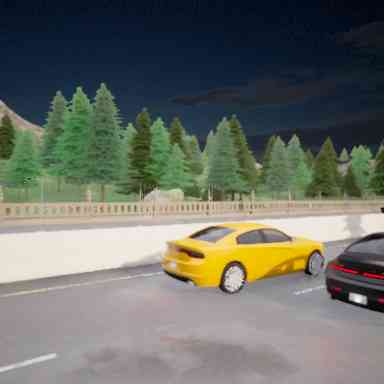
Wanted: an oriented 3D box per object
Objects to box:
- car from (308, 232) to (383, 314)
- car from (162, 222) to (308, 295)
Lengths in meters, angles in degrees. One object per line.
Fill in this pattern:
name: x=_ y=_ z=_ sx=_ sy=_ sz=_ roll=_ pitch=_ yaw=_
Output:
car: x=4.824 y=1.603 z=7.088 sx=4.892 sy=1.490 sz=1.837 roll=1 pitch=-1 yaw=-35
car: x=1.590 y=1.572 z=9.097 sx=5.008 sy=1.535 sz=1.882 roll=1 pitch=-1 yaw=-35
